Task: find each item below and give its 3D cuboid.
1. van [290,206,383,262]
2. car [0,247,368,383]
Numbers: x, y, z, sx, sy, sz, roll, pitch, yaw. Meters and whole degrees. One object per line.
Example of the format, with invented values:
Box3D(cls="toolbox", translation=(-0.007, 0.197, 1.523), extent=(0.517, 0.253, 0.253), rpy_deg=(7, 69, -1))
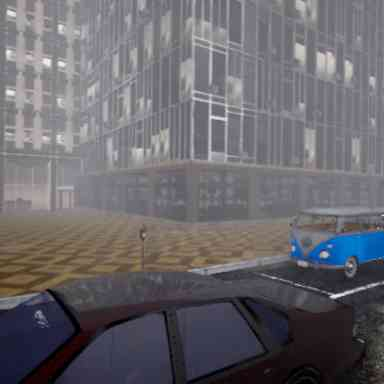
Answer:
Box3D(cls="van", translation=(4.593, 1.326, 9.716), extent=(3.998, 1.788, 1.690), rpy_deg=(0, 1, -34))
Box3D(cls="car", translation=(-0.631, 1.530, 2.934), extent=(5.357, 1.411, 2.033), rpy_deg=(0, 0, -34))
